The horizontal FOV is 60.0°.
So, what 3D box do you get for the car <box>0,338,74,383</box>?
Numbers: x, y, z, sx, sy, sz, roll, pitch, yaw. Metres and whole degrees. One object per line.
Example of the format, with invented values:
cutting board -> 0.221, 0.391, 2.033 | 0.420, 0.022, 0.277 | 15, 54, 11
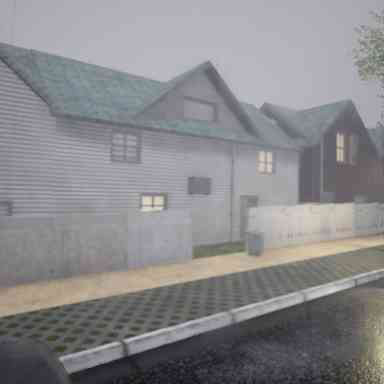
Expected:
car -> -2.974, 1.545, 0.950 | 5.357, 1.411, 2.033 | 0, 0, -36
